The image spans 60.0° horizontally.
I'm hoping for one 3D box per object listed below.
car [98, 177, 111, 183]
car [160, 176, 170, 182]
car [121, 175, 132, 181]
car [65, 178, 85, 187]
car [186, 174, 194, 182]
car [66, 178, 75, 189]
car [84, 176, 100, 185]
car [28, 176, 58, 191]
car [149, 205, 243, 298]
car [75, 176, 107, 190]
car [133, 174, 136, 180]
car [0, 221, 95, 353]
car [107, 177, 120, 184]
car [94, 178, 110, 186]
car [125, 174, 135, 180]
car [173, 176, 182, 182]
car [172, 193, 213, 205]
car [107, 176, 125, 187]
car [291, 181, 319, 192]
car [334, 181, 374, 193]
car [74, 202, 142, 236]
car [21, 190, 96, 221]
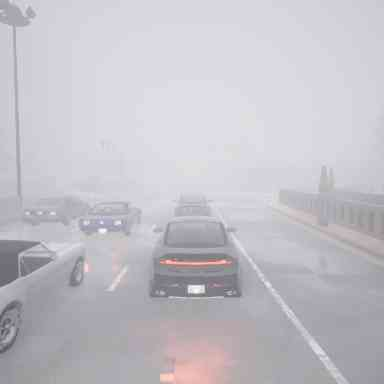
[{"bbox_3d":[-21.372,-2.942,81.517,1.895,1.301,4.718,0,3,0],"label":"car"},{"bbox_3d":[-7.405,-3.432,88.386,1.812,1.442,4.674,0,3,0],"label":"car"},{"bbox_3d":[-17.917,-3.787,90.947,2.128,1.511,4.902,0,3,0],"label":"car"},{"bbox_3d":[-21.324,-1.801,60.743,1.882,1.535,5.008,0,4,0],"label":"car"},{"bbox_3d":[-0.411,-3.506,89.684,2.128,1.511,4.902,0,3,0],"label":"car"},{"bbox_3d":[-17.817,-1.242,52.661,2.033,1.411,5.357,0,3,0],"label":"car"},{"bbox_3d":[-21.324,-2.560,71.259,2.097,1.767,4.553,0,3,0],"label":"car"},{"bbox_3d":[-21.307,-1.274,47.848,2.150,2.045,5.566,0,3,0],"label":"car"},{"bbox_3d":[0.070,1.338,8.142,1.837,1.490,4.892,0,2,0],"label":"car"},{"bbox_3d":[-14.304,-1.242,47.295,2.150,2.045,5.566,0,3,0],"label":"car"},{"bbox_3d":[-14.377,-3.373,82.525,2.150,2.045,5.566,0,3,0],"label":"car"},{"bbox_3d":[-3.421,1.506,5.925,1.895,1.301,4.718,0,2,0],"label":"car"},{"bbox_3d":[-17.847,-2.660,76.176,1.994,1.385,4.181,0,3,0],"label":"car"},{"bbox_3d":[-17.809,-2.068,65.937,1.812,1.442,4.674,0,3,0],"label":"car"},{"bbox_3d":[-14.327,-2.475,71.870,1.882,1.535,5.008,0,3,0],"label":"car"},{"bbox_3d":[-3.905,-3.433,88.403,1.812,1.442,4.674,0,3,0],"label":"car"},{"bbox_3d":[0.034,0.838,17.521,1.837,1.490,4.892,0,3,-1],"label":"car"},{"bbox_3d":[-14.335,-1.934,60.837,2.097,1.767,4.553,0,4,0],"label":"car"},{"bbox_3d":[15.019,-0.645,42.392,4.674,1.442,1.812,0,3,2],"label":"car"},{"bbox_3d":[18.463,-0.474,38.783,5.008,1.535,1.882,0,3,2],"label":"car"},{"bbox_3d":[-3.457,1.078,15.051,1.895,1.301,4.718,0,3,0],"label":"car"},{"bbox_3d":[-6.969,0.868,17.683,2.033,1.411,5.357,0,3,0],"label":"car"}]
